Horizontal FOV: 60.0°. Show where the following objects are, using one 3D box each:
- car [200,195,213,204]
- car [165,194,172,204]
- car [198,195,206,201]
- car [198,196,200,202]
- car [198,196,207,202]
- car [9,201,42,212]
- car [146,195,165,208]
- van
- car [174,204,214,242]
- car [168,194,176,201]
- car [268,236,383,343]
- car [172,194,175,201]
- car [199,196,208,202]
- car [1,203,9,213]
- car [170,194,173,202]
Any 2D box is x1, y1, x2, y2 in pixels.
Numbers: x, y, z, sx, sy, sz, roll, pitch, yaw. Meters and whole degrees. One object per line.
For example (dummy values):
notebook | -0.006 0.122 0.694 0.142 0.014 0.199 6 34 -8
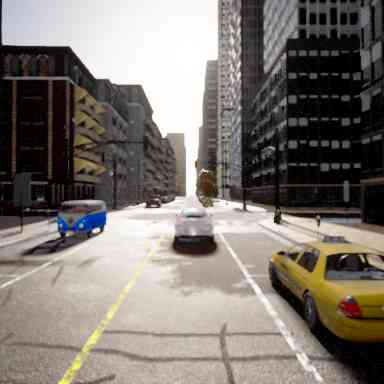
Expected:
car | 2.673 1.589 55.721 1.752 1.417 4.829 0 0 0
car | -5.713 1.662 66.872 1.947 1.339 4.313 0 0 0
car | 2.658 1.629 89.528 1.967 1.590 4.097 0 0 0
car | 2.668 1.623 67.046 1.752 1.417 4.829 0 0 0
car | 2.660 1.731 83.865 1.947 1.339 4.313 0 0 0
car | -19.069 1.505 36.882 4.507 1.381 1.887 0 -1 0
car | -5.703 1.365 49.885 2.192 1.841 5.009 0 0 0
van | -5.666 1.342 17.479 1.690 1.788 3.998 1 0 0
car | 0.095 1.527 16.415 1.812 1.442 4.674 0 0 0
car | -5.724 1.529 95.188 2.192 1.841 5.009 0 0 0
car | 2.705 1.524 6.607 1.752 1.417 4.829 1 0 0
car | -5.717 1.580 78.198 1.967 1.590 4.097 0 0 0
car | 2.662 1.666 78.371 1.752 1.417 4.829 0 0 0
car | -19.035 1.188 28.505 5.009 1.841 2.192 0 -1 0
car | -5.715 1.699 72.535 1.802 1.307 4.206 0 0 0
